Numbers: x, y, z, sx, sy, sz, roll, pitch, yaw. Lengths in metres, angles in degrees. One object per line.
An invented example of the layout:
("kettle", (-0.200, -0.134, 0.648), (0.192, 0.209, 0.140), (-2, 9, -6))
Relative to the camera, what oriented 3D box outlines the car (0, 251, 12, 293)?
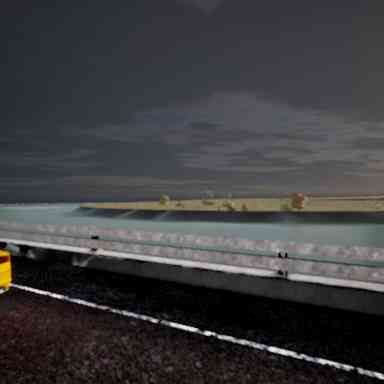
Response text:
("car", (-6.155, 1.572, 7.490), (5.008, 1.535, 1.882), (0, -1, 32))
